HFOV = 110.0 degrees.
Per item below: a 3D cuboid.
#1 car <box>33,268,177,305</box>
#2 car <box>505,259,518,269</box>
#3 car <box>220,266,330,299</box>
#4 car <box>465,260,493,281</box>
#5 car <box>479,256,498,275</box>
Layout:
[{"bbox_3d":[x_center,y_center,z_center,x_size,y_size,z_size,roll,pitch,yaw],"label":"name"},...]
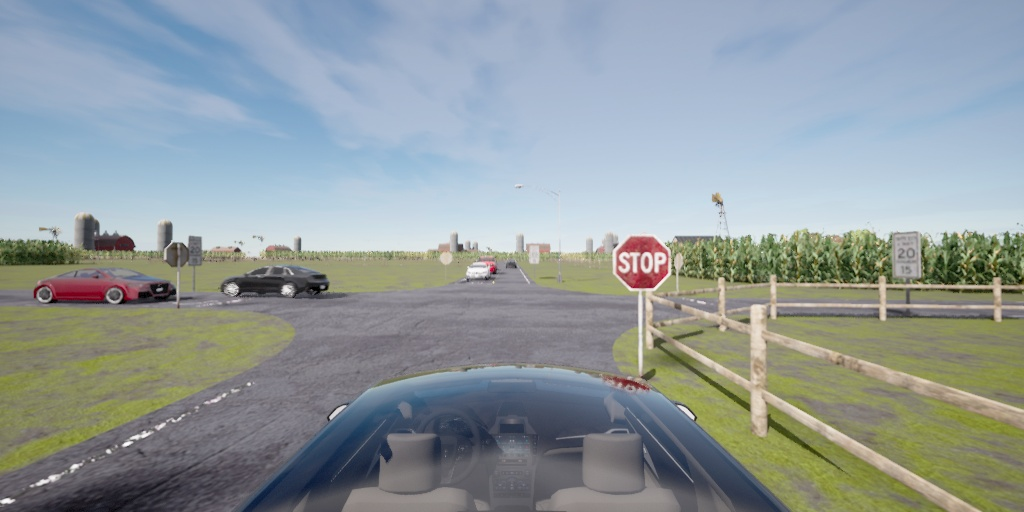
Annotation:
[{"bbox_3d":[-16.273,1.165,14.500,4.181,1.385,1.994,1,-1,-1],"label":"car"},{"bbox_3d":[-0.145,1.383,60.624,1.837,1.490,4.892,0,0,0],"label":"car"},{"bbox_3d":[-11.391,1.206,17.291,4.892,1.490,1.837,0,-3,7],"label":"car"},{"bbox_3d":[-2.917,1.352,31.821,1.812,1.442,4.674,0,0,0],"label":"car"},{"bbox_3d":[-2.941,1.068,41.765,2.150,2.045,5.566,0,0,0],"label":"car"}]
